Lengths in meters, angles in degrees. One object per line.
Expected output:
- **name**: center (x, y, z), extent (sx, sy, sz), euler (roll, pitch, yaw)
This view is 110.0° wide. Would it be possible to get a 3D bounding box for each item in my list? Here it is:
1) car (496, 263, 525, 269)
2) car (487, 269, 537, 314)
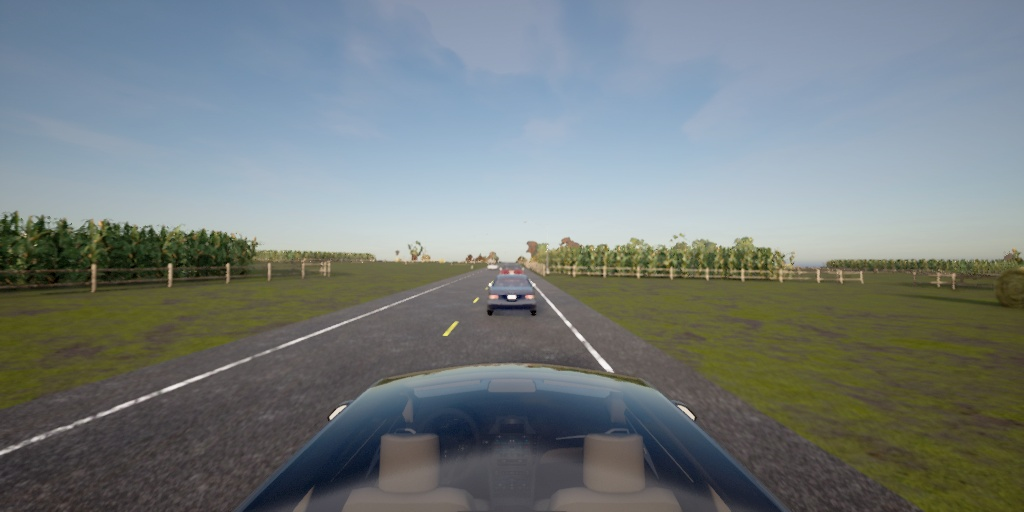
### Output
- **car**: center (0.000, 1.409, 30.303), extent (2.097, 1.767, 4.553), euler (0, -1, 0)
- **car**: center (-0.001, 1.434, 14.392), extent (2.033, 1.411, 5.357), euler (0, -1, 0)
